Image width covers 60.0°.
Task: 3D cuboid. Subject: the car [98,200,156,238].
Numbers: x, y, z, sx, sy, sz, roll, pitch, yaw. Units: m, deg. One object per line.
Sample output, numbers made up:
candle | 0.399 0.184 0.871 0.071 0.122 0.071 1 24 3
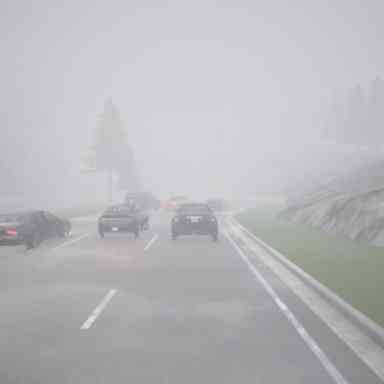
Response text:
car | -3.359 1.392 17.018 2.128 1.511 4.902 0 0 1

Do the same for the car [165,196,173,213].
car | -1.134 1.153 34.220 2.097 1.767 4.553 0 0 15

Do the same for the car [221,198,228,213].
car | 2.515 1.305 34.509 1.837 1.490 4.892 0 0 16

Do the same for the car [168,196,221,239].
car | 0.139 1.255 16.699 2.097 1.767 4.553 0 0 1

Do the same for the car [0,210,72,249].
car | -6.894 1.465 14.113 2.033 1.411 5.357 0 0 0

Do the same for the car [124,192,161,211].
car | -4.965 1.026 33.692 2.150 2.045 5.566 0 0 15
